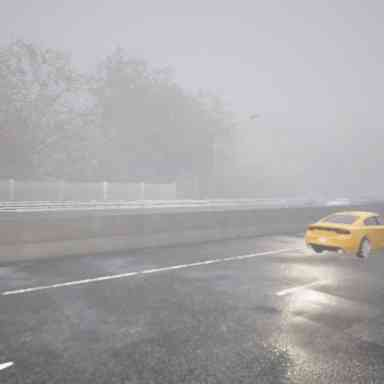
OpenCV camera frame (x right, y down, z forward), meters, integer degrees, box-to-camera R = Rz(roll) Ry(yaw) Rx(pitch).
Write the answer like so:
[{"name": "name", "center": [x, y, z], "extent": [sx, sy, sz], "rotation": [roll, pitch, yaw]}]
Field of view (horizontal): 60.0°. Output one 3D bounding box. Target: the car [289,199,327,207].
[{"name": "car", "center": [15.475, 1.595, 45.092], "extent": [5.357, 1.411, 2.033], "rotation": [0, 0, -35]}]

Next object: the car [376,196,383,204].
[{"name": "car", "center": [23.543, 1.529, 37.939], "extent": [5.008, 1.535, 1.882], "rotation": [0, 0, -35]}]

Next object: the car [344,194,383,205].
[{"name": "car", "center": [21.497, 1.273, 40.773], "extent": [5.566, 2.045, 2.150], "rotation": [0, 0, -35]}]

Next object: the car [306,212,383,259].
[{"name": "car", "center": [6.477, 1.493, 12.789], "extent": [5.008, 1.535, 1.882], "rotation": [0, 0, -36]}]

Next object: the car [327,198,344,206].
[{"name": "car", "center": [19.603, 1.577, 43.716], "extent": [4.674, 1.442, 1.812], "rotation": [0, 0, -35]}]
